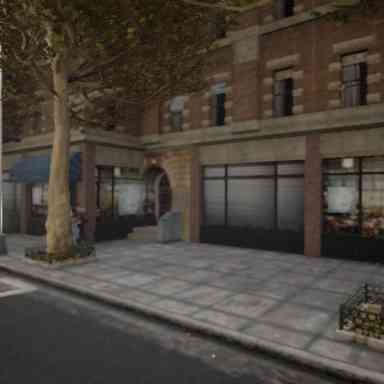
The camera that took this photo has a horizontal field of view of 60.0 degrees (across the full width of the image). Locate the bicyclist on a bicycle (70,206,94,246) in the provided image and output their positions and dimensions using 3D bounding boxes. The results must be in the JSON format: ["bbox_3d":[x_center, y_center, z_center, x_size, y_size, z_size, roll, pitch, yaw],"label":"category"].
[{"bbox_3d":[-4.401,1.345,12.665,0.582,1.620,1.656,0,-1,37],"label":"bicyclist on a bicycle"}]
